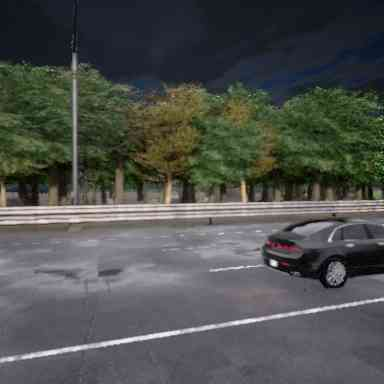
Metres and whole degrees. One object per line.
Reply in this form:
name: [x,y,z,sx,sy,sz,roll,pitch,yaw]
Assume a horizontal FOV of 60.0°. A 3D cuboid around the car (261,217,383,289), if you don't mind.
car: [4.200,1.434,8.781,4.892,1.490,1.837,0,0,-21]
